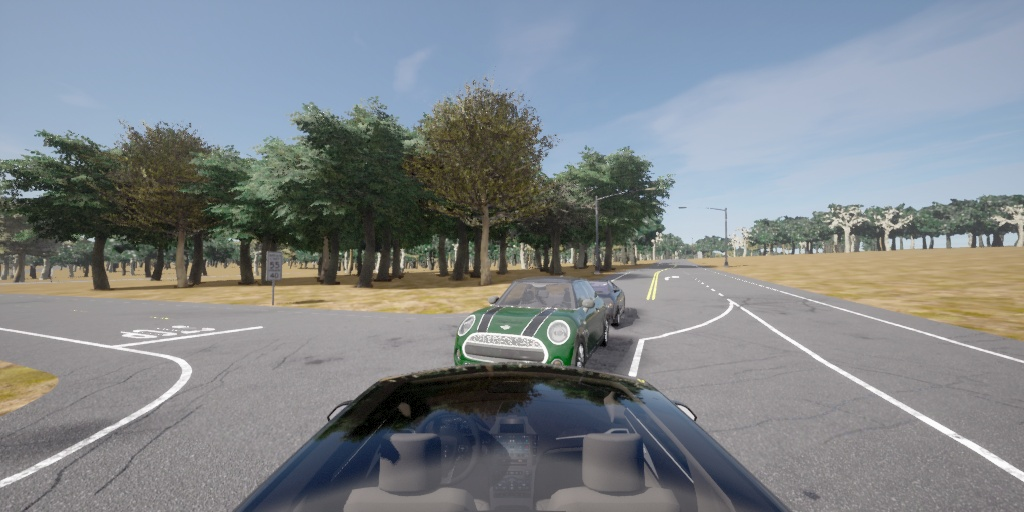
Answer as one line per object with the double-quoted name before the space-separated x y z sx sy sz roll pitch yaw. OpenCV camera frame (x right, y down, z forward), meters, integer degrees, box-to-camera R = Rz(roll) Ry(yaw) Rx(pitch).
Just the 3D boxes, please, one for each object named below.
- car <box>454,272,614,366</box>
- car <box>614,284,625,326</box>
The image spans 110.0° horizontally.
"car" 0.687 1.222 7.442 2.097 1.767 4.553 -1 -2 22
"car" 2.916 1.554 12.873 1.994 1.385 4.181 -2 0 22
